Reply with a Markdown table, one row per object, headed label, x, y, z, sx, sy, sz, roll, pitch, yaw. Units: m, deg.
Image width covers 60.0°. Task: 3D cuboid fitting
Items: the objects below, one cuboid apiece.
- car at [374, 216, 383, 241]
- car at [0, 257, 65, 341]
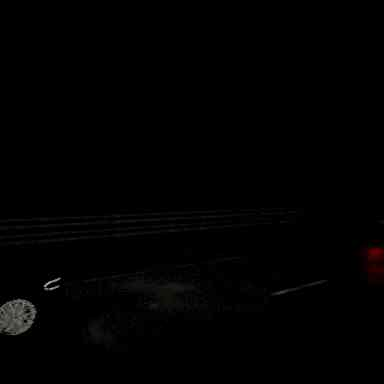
| label | x | y | z | sx | sy | sz | roll | pitch | yaw |
| --- | --- | --- | --- | --- | --- | --- | --- | --- | --- |
| car | 10.397 | 1.502 | 15.469 | 4.902 | 1.511 | 2.128 | 0 | 0 | -35 |
| car | -4.500 | 1.479 | 4.833 | 5.008 | 1.535 | 1.882 | 0 | 0 | -35 |
